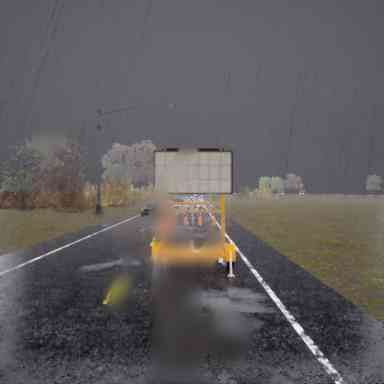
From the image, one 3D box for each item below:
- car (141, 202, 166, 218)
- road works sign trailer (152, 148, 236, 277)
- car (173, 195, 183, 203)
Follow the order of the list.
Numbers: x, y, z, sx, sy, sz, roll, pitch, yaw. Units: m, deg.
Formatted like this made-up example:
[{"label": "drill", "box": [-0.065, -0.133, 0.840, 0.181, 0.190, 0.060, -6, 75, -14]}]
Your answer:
[{"label": "car", "box": [-3.493, 1.614, 30.503, 1.895, 1.301, 4.718, 0, 0, 0]}, {"label": "road works sign trailer", "box": [0.031, 0.468, 10.241, 2.380, 3.560, 2.880, 0, 0, -1]}, {"label": "car", "box": [-2.960, 1.397, 71.575, 2.097, 1.767, 4.553, 0, 0, 1]}]
